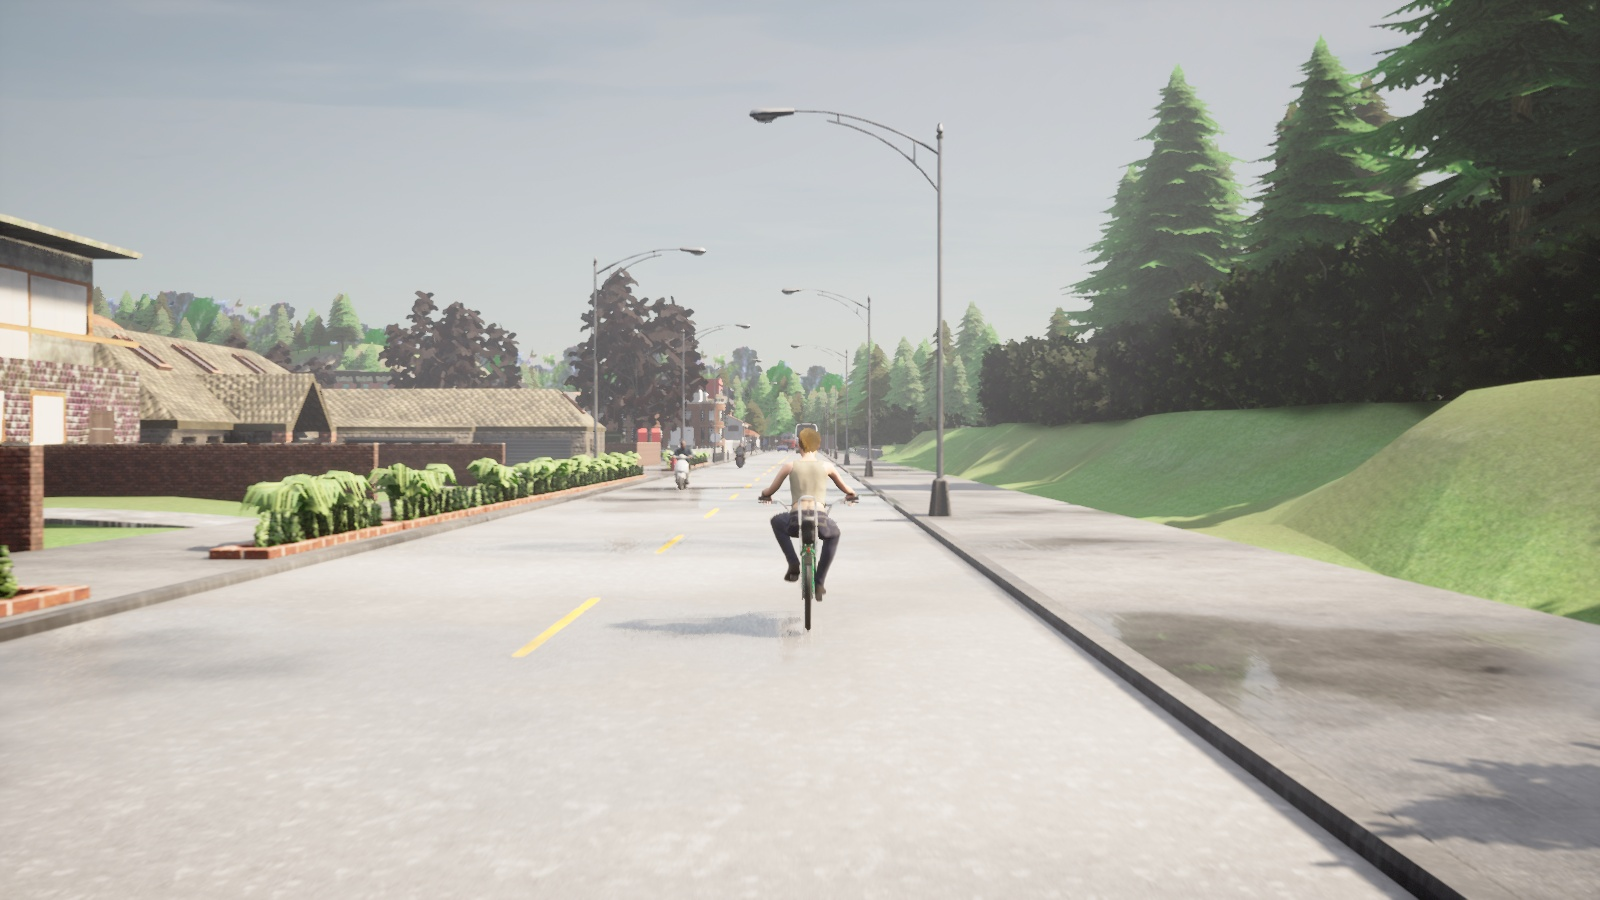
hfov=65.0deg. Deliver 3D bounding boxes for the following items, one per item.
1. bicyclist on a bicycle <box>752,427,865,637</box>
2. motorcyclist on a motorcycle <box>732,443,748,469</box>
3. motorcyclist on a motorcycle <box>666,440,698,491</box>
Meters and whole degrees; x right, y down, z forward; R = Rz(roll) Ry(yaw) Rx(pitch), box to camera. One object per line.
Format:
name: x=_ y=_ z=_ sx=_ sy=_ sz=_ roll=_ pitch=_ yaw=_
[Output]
bicyclist on a bicycle: x=0.070 y=0.626 z=10.418 sx=0.866 sy=1.612 sz=1.509 roll=0 pitch=0 yaw=1
motorcyclist on a motorcycle: x=-3.582 y=0.370 z=75.072 sx=0.866 sy=1.530 sz=2.191 roll=0 pitch=0 yaw=0
motorcyclist on a motorcycle: x=-3.757 y=0.478 z=40.114 sx=0.866 sy=1.590 sz=1.817 roll=0 pitch=0 yaw=0
